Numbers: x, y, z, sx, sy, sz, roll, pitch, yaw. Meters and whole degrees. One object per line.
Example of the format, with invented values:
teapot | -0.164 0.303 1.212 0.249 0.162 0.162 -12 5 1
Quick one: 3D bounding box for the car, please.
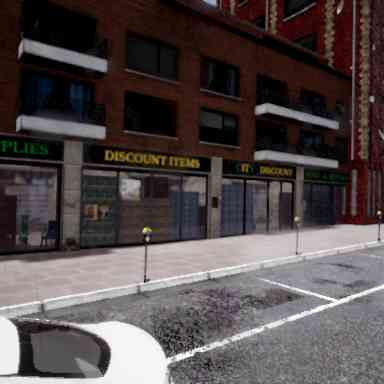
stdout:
car | -2.172 1.526 1.516 4.674 1.442 1.812 0 0 -36
